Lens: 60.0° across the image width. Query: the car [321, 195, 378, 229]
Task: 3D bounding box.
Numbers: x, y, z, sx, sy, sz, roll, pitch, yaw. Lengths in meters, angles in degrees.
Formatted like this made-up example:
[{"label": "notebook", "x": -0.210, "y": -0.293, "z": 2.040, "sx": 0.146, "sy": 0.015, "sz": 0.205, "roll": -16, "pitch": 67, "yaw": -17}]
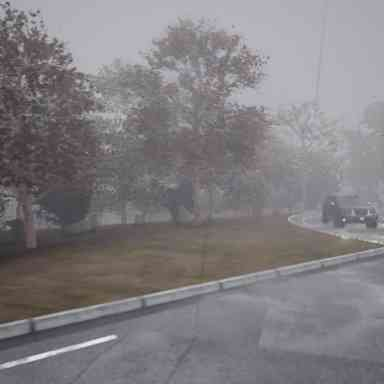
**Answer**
[{"label": "car", "x": 10.295, "y": 1.218, "z": 22.199, "sx": 2.150, "sy": 2.045, "sz": 5.566, "roll": 0, "pitch": 0, "yaw": 8}]
